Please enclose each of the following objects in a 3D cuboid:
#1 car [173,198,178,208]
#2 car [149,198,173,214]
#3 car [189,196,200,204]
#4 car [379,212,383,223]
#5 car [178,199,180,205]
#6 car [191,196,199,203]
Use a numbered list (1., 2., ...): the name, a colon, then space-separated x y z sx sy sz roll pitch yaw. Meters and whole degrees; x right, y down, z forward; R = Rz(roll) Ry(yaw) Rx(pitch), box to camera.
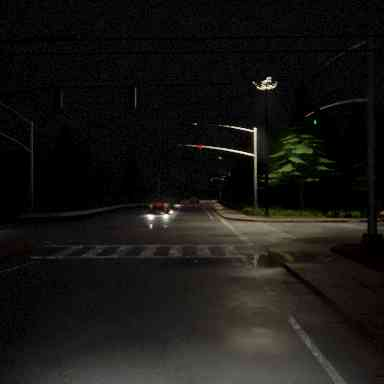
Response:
1. car: -3.552 1.631 47.102 2.128 1.511 4.902 0 0 0
2. car: -3.577 1.468 37.301 2.097 1.767 4.553 0 0 0
3. car: 0.379 1.691 65.423 1.812 1.442 4.674 0 0 2
4. car: 15.165 1.484 22.084 5.008 1.535 1.882 0 0 1
5. car: -3.286 1.744 63.304 1.994 1.385 4.181 0 0 2
6. car: 0.709 1.631 75.730 1.837 1.490 4.892 0 0 2
